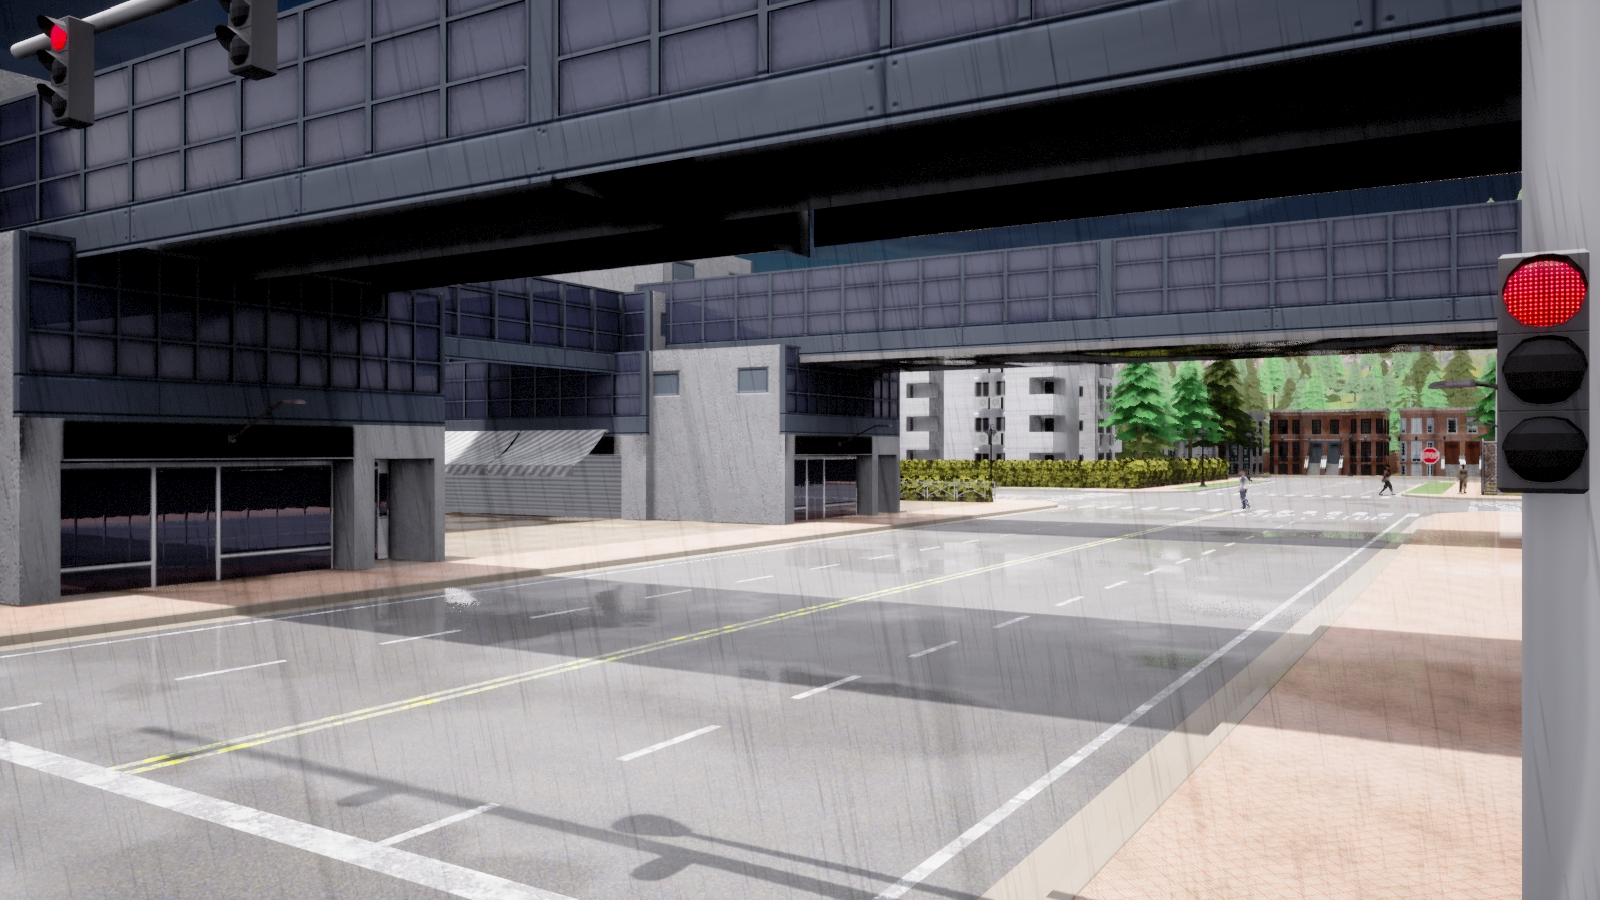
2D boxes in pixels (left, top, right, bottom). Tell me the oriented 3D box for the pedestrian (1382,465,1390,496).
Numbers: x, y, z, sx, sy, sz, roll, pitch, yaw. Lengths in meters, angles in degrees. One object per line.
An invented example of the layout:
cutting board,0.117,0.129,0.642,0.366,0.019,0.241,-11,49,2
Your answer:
pedestrian,35.049,1.834,68.340,0.375,1.860,0.375,0,0,32

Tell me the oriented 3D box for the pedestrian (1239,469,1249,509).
pedestrian,20.864,1.848,53.703,0.375,1.860,0.375,0,0,31

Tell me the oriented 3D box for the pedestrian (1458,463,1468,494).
pedestrian,39.291,1.684,67.710,0.375,1.860,0.375,0,0,14
